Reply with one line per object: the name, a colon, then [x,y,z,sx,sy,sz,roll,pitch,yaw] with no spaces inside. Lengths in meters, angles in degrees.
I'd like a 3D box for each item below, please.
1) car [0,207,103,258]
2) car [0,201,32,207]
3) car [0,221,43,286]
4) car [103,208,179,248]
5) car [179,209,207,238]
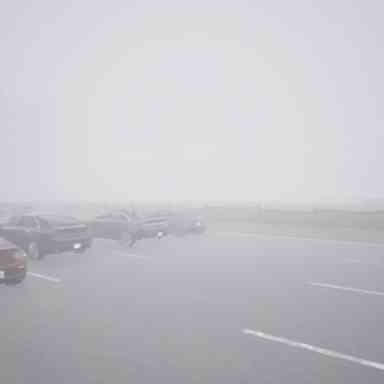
car: [-5.755,1.515,12.376,4.892,1.490,1.837,0,0,36]
car: [-14.854,1.525,27.464,4.892,1.490,1.837,0,0,36]
car: [-5.837,1.533,8.123,4.674,1.442,1.812,0,0,35]
car: [-3.262,1.500,14.893,4.902,1.511,2.128,0,0,36]
car: [-1.289,1.573,17.786,4.181,1.385,1.994,0,0,36]
